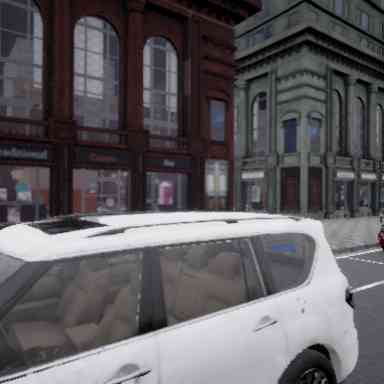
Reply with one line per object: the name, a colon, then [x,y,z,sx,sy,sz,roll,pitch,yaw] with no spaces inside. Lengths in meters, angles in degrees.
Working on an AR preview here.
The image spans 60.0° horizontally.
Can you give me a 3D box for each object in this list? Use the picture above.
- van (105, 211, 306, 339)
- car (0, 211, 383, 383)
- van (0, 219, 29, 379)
van: [0.427,1.382,6.955,3.998,1.788,1.690,1,-1,-35]
car: [-0.870,1.229,2.757,5.566,2.045,2.150,1,0,-35]
van: [-4.162,1.328,3.682,3.998,1.788,1.690,1,-1,-35]
